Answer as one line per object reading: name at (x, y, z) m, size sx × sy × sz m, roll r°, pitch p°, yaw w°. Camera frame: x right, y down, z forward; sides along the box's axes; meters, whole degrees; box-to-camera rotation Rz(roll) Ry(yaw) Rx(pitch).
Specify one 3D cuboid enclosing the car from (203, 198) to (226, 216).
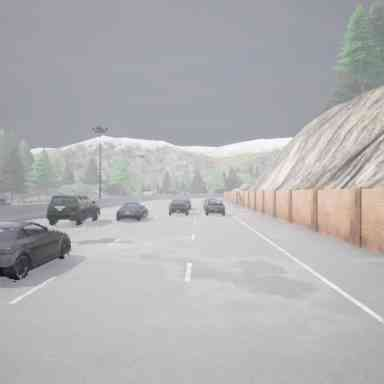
car at (2.234, 1.491, 32.831) m, size 2.128 × 1.511 × 4.902 m, roll 0°, pitch 0°, yaw 1°

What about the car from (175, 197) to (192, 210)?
car at (-1.050, 1.478, 43.484) m, size 1.882 × 1.535 × 5.008 m, roll 0°, pitch 0°, yaw 1°

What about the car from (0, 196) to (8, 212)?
car at (-22.315, 1.350, 36.037) m, size 2.097 × 1.767 × 4.553 m, roll 0°, pitch 0°, yaw 1°

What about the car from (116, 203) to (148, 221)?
car at (-4.876, 1.565, 27.500) m, size 1.994 × 1.385 × 4.181 m, roll 0°, pitch 0°, yaw 1°

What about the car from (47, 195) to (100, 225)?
car at (-8.446, 1.223, 24.080) m, size 2.150 × 2.045 × 5.566 m, roll 0°, pitch 0°, yaw 1°

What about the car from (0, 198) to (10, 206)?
car at (-18.968, 1.351, 30.808) m, size 2.097 × 1.767 × 4.553 m, roll 0°, pitch 0°, yaw 2°

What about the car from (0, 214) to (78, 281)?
car at (-5.237, 1.564, 9.915) m, size 1.994 × 1.385 × 4.181 m, roll 0°, pitch 0°, yaw 1°

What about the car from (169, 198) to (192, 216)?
car at (-1.263, 1.505, 33.041) m, size 1.837 × 1.490 × 4.892 m, roll 0°, pitch 0°, yaw 1°

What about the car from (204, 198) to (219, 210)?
car at (2.446, 1.526, 43.277) m, size 1.812 × 1.442 × 4.674 m, roll 0°, pitch 0°, yaw 1°
